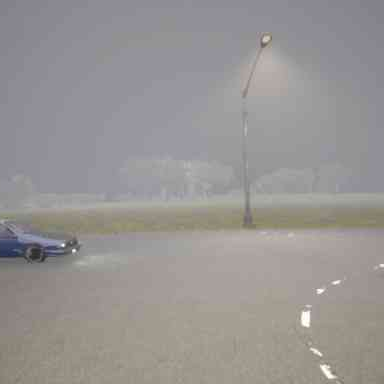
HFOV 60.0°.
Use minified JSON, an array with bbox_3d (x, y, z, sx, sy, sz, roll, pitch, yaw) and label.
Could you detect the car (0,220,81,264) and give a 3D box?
[{"bbox_3d":[-6.929,1.717,12.026,5.357,1.411,2.033,0,-2,0],"label":"car"}]
